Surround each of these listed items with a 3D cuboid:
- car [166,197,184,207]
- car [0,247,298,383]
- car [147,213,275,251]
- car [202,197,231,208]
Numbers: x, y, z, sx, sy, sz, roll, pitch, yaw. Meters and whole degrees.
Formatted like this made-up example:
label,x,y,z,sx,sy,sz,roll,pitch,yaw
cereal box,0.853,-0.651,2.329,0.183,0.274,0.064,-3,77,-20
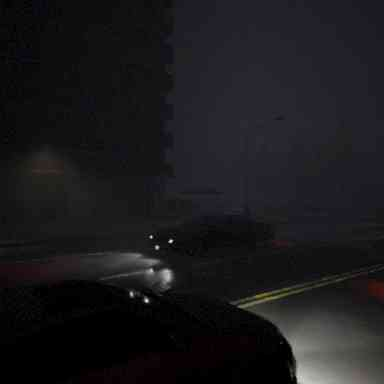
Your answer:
label,x,y,z,sx,sy,sz,roll,pitch,yaw
car,-2.395,1.479,49.646,1.882,1.535,5.008,1,0,-44
car,-0.937,1.566,3.078,4.181,1.385,1.994,0,0,-35
car,0.954,1.565,13.215,5.357,1.411,2.033,0,0,-35
car,3.527,1.501,47.765,2.128,1.511,4.902,0,0,-38
